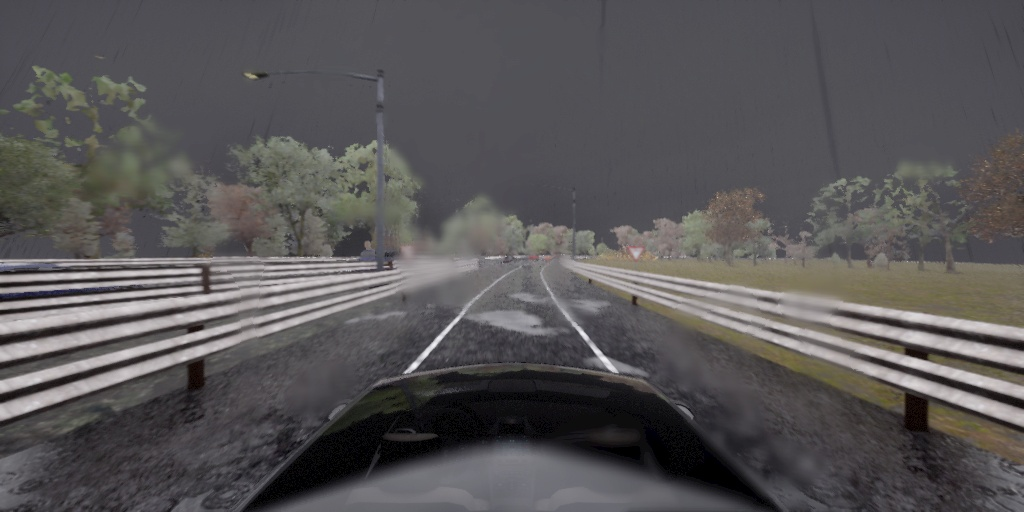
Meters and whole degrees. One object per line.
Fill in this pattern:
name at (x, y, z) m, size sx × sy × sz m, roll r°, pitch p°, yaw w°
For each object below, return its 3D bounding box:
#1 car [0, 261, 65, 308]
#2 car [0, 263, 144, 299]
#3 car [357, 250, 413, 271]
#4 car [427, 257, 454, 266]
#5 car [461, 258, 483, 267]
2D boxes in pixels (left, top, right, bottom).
car at (-17.022, 0.902, 10.465) m, size 1.812 × 1.442 × 4.674 m, roll 0°, pitch 0°, yaw 10°
car at (-13.523, 0.916, 10.164) m, size 1.812 × 1.442 × 4.674 m, roll 0°, pitch 0°, yaw 10°
car at (-10.042, 0.561, 28.808) m, size 2.150 × 2.045 × 5.566 m, roll 0°, pitch 0°, yaw 11°
car at (-9.381, 0.877, 48.614) m, size 1.895 × 1.301 × 4.718 m, roll 0°, pitch 0°, yaw 13°
car at (-5.457, 0.885, 50.067) m, size 1.895 × 1.301 × 4.718 m, roll 0°, pitch 0°, yaw 13°
